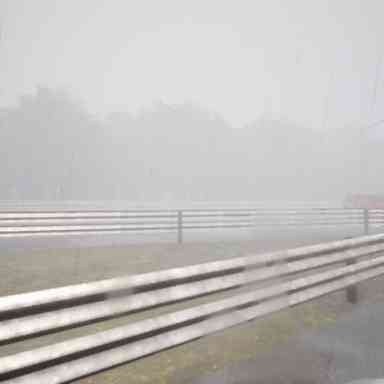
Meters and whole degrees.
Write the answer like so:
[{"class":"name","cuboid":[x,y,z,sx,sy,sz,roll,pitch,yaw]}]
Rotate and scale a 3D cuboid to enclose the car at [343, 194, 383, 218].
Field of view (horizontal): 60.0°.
[{"class":"car","cuboid":[13.823,1.166,24.612,5.566,2.045,2.150,1,0,-19]}]
